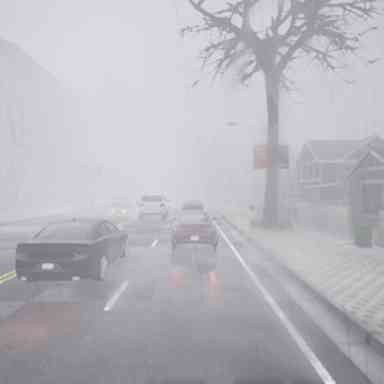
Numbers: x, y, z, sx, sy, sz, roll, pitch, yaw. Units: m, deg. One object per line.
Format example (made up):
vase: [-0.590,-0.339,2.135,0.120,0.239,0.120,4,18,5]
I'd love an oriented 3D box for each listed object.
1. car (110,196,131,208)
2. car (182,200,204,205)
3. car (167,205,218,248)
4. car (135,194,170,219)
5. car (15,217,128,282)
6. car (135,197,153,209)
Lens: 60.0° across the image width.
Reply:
car: [-9.838,1.289,45.982,2.097,1.767,4.553,0,0,0]
car: [0.096,1.443,30.888,1.882,1.535,5.008,0,0,0]
car: [0.098,1.513,14.481,1.812,1.442,4.674,0,0,0]
car: [-3.154,1.190,28.497,2.150,2.045,5.566,0,0,0]
car: [-3.152,1.470,9.739,1.882,1.535,5.008,0,0,0]
car: [-6.591,1.441,45.942,1.837,1.490,4.892,0,1,0]
